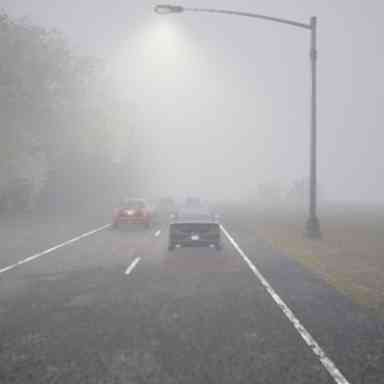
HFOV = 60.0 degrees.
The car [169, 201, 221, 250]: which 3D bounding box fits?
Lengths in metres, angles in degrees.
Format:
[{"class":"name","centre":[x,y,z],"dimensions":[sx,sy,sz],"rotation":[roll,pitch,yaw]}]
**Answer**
[{"class":"car","centre":[0.103,1.366,13.684],"dimensions":[1.882,1.535,5.008],"rotation":[0,1,0]}]

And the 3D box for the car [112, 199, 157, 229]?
[{"class":"car","centre":[-3.396,1.186,20.361],"dimensions":[2.097,1.767,4.553],"rotation":[0,0,0]}]

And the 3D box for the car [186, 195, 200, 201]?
[{"class":"car","centre":[0.110,1.115,45.614],"dimensions":[2.128,1.511,4.902],"rotation":[0,0,0]}]

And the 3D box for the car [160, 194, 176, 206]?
[{"class":"car","centre":[-3.390,1.118,46.753],"dimensions":[1.837,1.490,4.892],"rotation":[0,0,0]}]
